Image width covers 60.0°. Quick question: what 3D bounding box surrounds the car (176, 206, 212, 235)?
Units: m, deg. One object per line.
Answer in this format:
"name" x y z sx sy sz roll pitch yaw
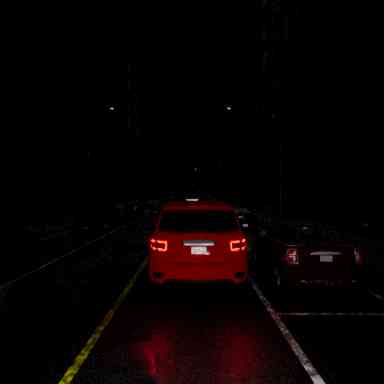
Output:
"car" 0.109 1.602 19.863 1.895 1.301 4.718 0 0 0

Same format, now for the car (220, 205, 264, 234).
"car" 2.864 1.552 20.012 2.008 1.369 4.403 0 0 0

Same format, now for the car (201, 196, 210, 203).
"car" 2.935 1.580 73.684 1.752 1.417 4.829 0 0 0

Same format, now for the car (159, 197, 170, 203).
"car" -5.603 1.626 68.122 1.802 1.307 4.206 0 0 0

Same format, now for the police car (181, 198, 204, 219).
"police car" 0.015 1.428 30.127 1.930 1.638 5.238 0 0 0

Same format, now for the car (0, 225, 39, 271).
"car" -5.667 1.582 9.014 1.802 1.307 4.206 0 0 0

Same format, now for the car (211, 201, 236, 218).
"car" 2.870 1.569 31.014 1.947 1.339 4.313 0 0 0

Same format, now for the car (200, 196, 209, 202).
"car" 2.948 1.617 78.922 2.008 1.369 4.403 0 0 0

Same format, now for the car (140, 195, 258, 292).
"car" 0.108 1.221 9.093 2.150 2.045 5.566 0 0 -1

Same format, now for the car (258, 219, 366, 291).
"car" 2.858 1.440 9.009 1.967 1.590 4.097 0 0 0

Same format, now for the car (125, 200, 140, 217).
"car" -5.656 1.444 31.019 1.967 1.590 4.097 0 0 0

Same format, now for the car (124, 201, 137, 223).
"car" -5.659 1.584 25.517 1.802 1.307 4.206 0 0 0

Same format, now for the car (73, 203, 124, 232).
"car" -5.661 1.567 20.016 1.947 1.339 4.313 0 0 0
